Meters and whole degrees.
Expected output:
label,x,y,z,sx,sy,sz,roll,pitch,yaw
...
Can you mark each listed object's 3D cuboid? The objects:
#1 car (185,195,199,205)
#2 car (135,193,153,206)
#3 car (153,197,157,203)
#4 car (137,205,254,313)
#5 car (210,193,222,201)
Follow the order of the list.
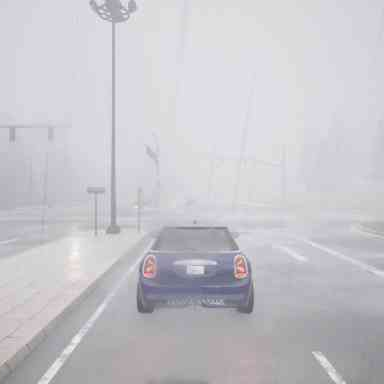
label,x,y,z,sx,sy,sz,roll,pitch,yaw
car,-0.157,1.525,54.623,1.812,1.442,4.674,0,0,-1
car,-8.265,1.352,55.982,2.097,1.767,4.553,0,0,-1
car,-8.363,1.547,65.596,2.033,1.411,5.357,0,0,0
car,0.072,1.352,7.803,2.097,1.767,4.553,0,0,0
car,6.363,1.214,84.913,2.150,2.045,5.566,0,0,-1
